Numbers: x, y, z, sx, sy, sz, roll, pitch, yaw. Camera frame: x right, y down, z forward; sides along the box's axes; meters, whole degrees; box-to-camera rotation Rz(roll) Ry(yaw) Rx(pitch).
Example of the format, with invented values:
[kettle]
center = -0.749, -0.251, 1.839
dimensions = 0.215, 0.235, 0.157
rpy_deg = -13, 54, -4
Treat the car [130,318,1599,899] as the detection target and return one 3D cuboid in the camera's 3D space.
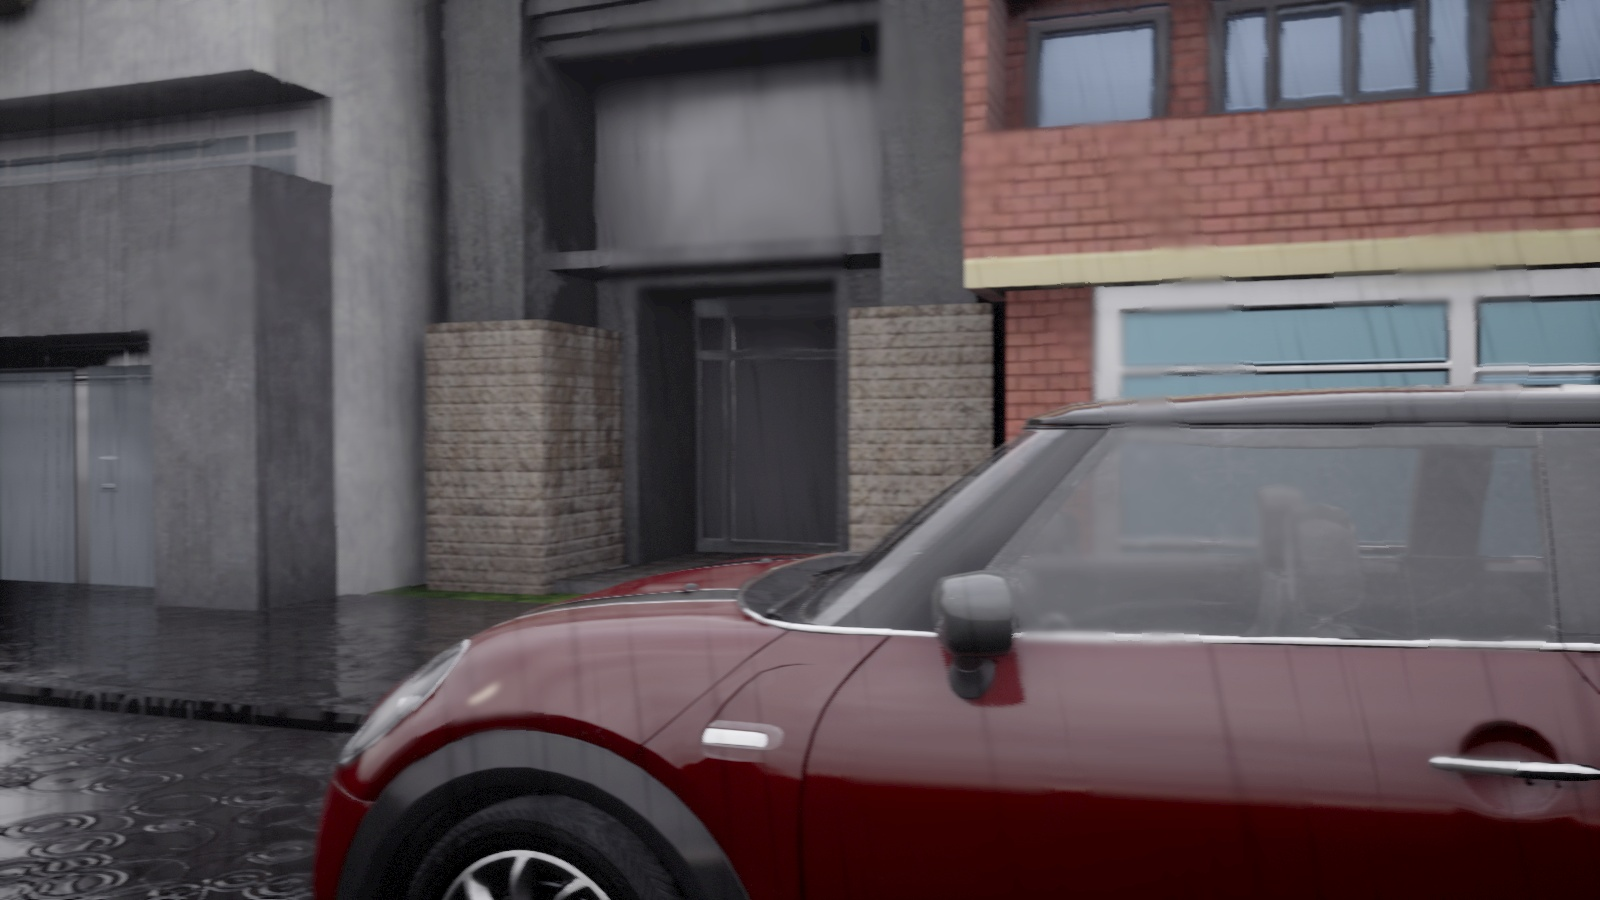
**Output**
[car]
center = 0.855, 0.634, 3.426
dimensions = 4.553, 1.767, 2.097
rpy_deg = 0, 1, 16
